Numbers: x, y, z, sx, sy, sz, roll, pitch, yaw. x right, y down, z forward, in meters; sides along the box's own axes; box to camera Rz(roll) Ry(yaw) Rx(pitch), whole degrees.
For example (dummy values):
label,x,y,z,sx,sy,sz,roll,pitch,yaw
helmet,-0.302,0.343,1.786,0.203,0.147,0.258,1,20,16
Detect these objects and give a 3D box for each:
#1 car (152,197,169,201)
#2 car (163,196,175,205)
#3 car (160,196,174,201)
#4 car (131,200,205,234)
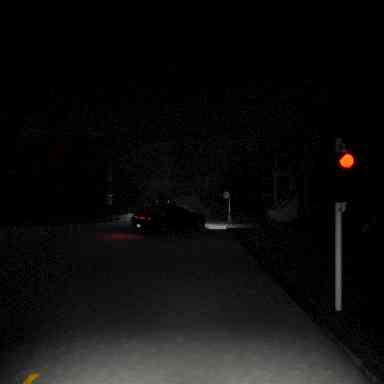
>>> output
label,x,y,z,sx,sy,sz,roll,pitch,yaw
car,-4.099,1.601,39.424,1.895,1.301,4.718,0,0,0
car,-4.054,1.525,58.541,1.812,1.442,4.674,0,0,0
car,-4.087,1.352,48.387,2.097,1.767,4.553,0,0,0
car,-1.219,1.506,19.224,1.837,1.490,4.892,5,3,41
